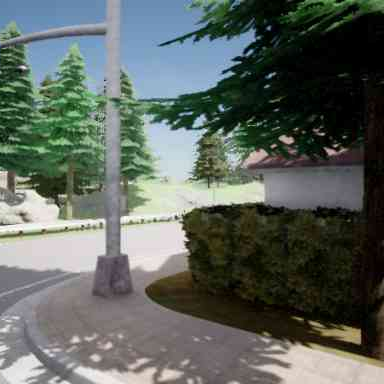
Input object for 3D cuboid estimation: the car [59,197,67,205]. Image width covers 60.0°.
[{"bbox_3d":[-19.036,1.448,49.254,2.097,1.767,4.553,0,0,36],"label":"car"}]
